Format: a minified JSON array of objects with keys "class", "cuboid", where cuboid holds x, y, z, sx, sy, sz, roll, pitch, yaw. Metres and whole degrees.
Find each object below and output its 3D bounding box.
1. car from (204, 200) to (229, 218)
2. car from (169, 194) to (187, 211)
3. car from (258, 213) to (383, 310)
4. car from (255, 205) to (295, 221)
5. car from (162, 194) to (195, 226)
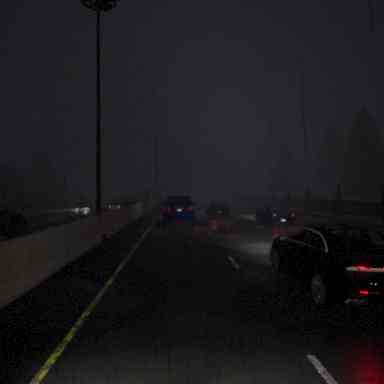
[{"class":"car","cuboid":[2.241,1.510,30.676,2.128,1.511,4.902,0,0,-3]},{"class":"car","cuboid":[-1.835,1.261,42.827,2.150,2.045,5.566,0,0,-3]},{"class":"car","cuboid":[3.263,1.489,7.781,2.128,1.511,4.902,0,0,-2]},{"class":"car","cuboid":[6.034,1.604,24.522,1.895,1.301,4.718,0,0,-3]},{"class":"car","cuboid":[-0.936,1.246,23.761,2.150,2.045,5.566,0,0,-3]}]
